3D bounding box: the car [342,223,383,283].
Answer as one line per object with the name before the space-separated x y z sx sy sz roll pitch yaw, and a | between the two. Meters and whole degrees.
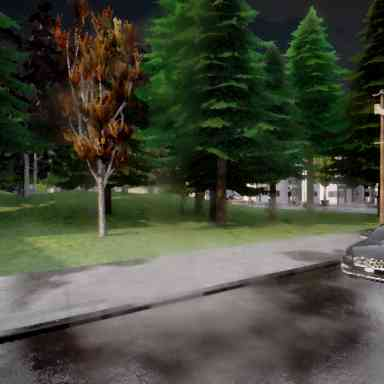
car | 5.978 1.504 8.935 4.892 1.490 1.837 0 0 -36
